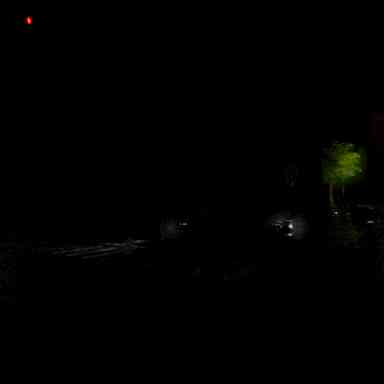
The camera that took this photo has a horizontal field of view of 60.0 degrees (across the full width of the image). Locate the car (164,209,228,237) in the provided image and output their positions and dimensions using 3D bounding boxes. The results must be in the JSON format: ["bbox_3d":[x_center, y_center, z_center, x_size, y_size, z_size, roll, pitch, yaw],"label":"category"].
[{"bbox_3d":[0.341,1.813,20.482,2.128,1.511,4.902,-2,-2,39],"label":"car"}]

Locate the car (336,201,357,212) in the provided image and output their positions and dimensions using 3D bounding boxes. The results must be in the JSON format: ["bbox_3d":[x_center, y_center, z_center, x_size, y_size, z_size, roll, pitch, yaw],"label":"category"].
[{"bbox_3d":[21.914,2.001,47.197,1.882,1.535,5.008,-2,-2,39],"label":"car"}]

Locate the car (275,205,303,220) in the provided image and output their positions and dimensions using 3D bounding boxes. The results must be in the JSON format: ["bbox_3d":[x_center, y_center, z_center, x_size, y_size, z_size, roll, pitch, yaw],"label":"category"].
[{"bbox_3d":[9.645,1.964,32.064,1.994,1.385,4.181,-2,-2,39],"label":"car"}]
